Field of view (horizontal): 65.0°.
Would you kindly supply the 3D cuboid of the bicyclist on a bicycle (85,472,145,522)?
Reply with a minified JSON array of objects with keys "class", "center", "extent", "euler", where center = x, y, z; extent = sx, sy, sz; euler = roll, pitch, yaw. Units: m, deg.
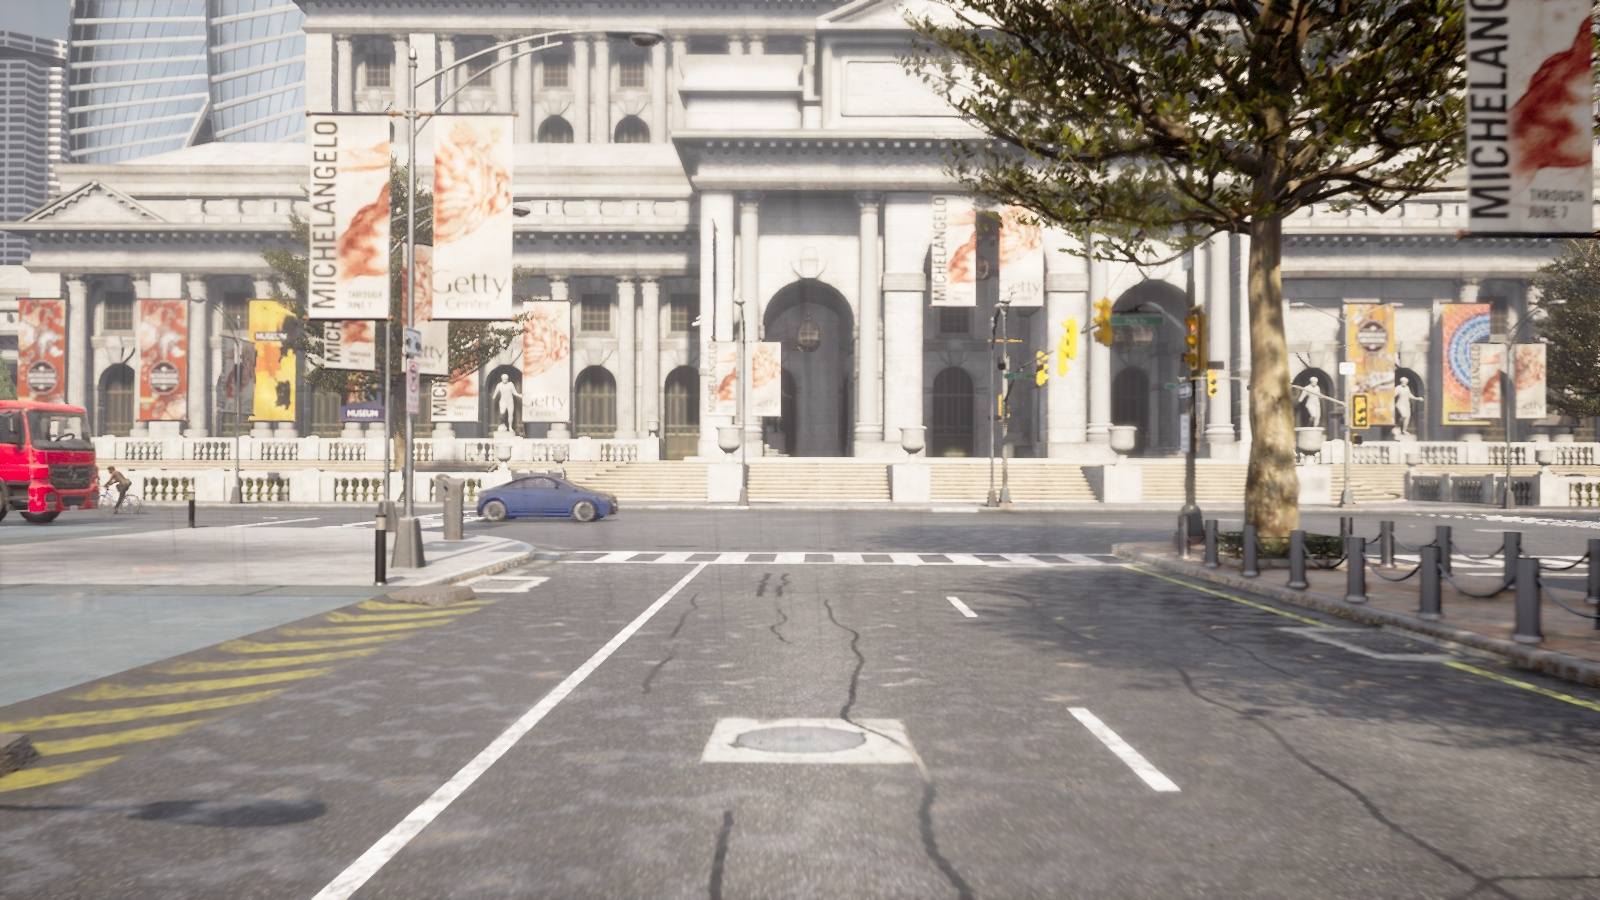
[{"class":"bicyclist on a bicycle","center":[-22.606,1.546,41.450],"extent":[1.656,1.620,0.582],"euler":[-1,-1,0]}]

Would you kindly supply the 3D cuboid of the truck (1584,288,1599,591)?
[{"class":"truck","center":[11.549,-0.200,11.931],"extent":[2.891,3.827,8.468],"euler":[0,-1,0]}]

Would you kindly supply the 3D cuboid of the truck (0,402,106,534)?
[{"class":"truck","center":[-23.839,0.500,34.475],"extent":[7.936,3.462,2.891],"euler":[0,-1,0]}]

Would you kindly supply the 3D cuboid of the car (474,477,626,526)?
[{"class":"car","center":[-7.458,1.534,37.793],"extent":[4.181,1.385,1.994],"euler":[0,-1,0]}]
